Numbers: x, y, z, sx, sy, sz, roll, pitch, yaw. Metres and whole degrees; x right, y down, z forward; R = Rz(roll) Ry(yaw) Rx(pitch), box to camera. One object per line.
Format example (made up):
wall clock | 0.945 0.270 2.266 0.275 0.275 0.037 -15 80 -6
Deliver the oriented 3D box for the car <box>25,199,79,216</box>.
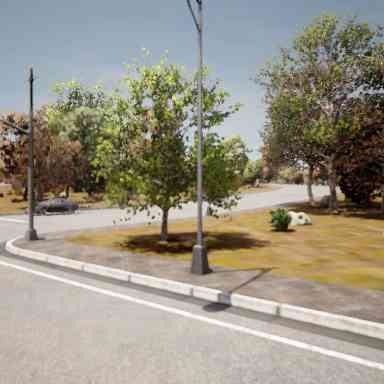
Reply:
car | -13.218 1.421 31.688 2.128 1.511 4.902 0 1 38

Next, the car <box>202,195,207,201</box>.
car | 2.509 0.685 51.469 1.895 1.301 4.718 0 3 39
